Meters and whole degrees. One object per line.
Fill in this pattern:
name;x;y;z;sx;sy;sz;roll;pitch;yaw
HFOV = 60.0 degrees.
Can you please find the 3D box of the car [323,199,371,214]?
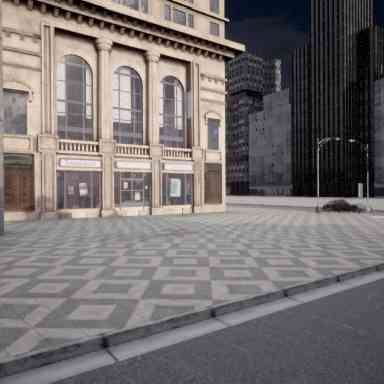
car;15.672;1.464;33.853;1.812;1.442;4.674;-1;1;-34
